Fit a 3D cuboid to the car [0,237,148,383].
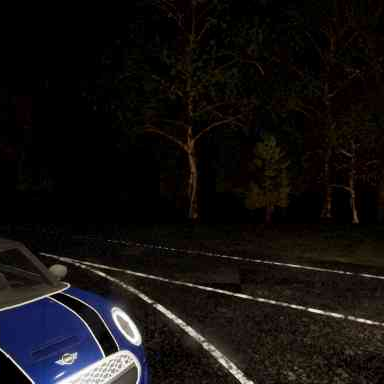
[{"bbox_3d":[-2.654,1.338,3.766,4.553,1.767,2.097,1,0,35],"label":"car"}]
